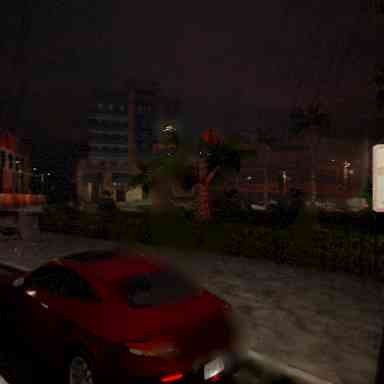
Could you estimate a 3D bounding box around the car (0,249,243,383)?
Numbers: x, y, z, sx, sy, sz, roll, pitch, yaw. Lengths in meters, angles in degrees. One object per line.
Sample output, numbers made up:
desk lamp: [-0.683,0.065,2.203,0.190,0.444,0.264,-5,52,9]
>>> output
car: [-1.425,1.596,4.935,4.674,1.442,1.812,-1,-1,44]
